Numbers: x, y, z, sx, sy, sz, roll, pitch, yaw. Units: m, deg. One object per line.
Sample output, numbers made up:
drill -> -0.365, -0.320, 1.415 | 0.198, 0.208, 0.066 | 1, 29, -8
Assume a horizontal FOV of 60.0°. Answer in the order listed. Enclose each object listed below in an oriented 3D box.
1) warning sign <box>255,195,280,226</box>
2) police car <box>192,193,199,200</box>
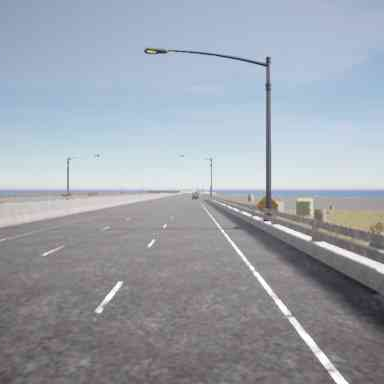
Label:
warning sign -> 4.555, 1.097, 20.168 | 1.300, 1.860, 1.060 | 0, 0, 0
police car -> 1.050, 1.429, 95.284 | 1.930, 1.638, 5.238 | 0, 0, 0
